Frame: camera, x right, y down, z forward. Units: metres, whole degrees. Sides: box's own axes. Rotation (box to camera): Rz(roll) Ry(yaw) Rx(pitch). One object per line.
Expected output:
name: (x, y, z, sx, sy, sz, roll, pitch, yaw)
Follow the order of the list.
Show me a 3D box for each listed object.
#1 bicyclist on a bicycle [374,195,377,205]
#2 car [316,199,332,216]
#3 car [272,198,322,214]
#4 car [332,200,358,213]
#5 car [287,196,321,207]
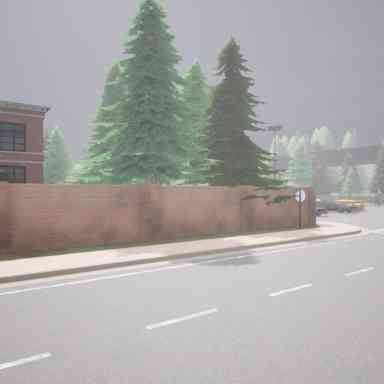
bicyclist on a bicycle: (30.154, 1.300, 54.305, 1.656, 1.620, 0.582, 0, 0, -35)
car: (10.302, 1.547, 32.148, 2.033, 1.411, 5.357, 0, 0, -35)
car: (11.433, 1.491, 36.625, 2.128, 1.511, 4.902, 0, 0, -36)
car: (15.466, 1.547, 36.994, 2.033, 1.411, 5.357, 0, 0, -35)
car: (17.602, 1.477, 52.523, 1.882, 1.535, 5.008, 0, 0, -35)
